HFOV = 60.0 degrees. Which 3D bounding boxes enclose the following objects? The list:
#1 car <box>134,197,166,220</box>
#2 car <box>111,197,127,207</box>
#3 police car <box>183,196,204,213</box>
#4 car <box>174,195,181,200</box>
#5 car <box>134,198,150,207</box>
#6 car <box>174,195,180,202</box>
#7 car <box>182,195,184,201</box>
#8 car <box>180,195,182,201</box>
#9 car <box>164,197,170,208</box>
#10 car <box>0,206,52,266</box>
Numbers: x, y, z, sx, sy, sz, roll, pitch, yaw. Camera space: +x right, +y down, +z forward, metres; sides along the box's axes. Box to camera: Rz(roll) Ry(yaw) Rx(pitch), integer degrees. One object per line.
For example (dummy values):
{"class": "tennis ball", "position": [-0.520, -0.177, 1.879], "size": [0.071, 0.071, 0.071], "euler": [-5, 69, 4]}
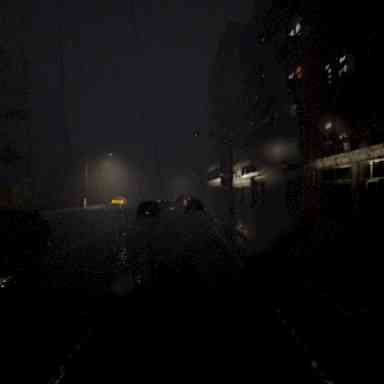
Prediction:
{"class": "car", "position": [-3.568, 1.497, 28.593], "size": [1.882, 1.535, 5.008], "euler": [0, 0, -2]}
{"class": "car", "position": [-11.083, 1.525, 50.848], "size": [1.882, 1.535, 5.008], "euler": [0, 0, -2]}
{"class": "police car", "position": [0.271, 1.454, 38.131], "size": [1.930, 1.638, 5.238], "euler": [0, 0, -2]}
{"class": "car", "position": [-4.232, 1.523, 95.361], "size": [1.882, 1.535, 5.008], "euler": [0, 0, -5]}
{"class": "car", "position": [-7.920, 1.614, 52.840], "size": [1.994, 1.385, 4.181], "euler": [0, 0, -2]}
{"class": "car", "position": [-2.493, 1.459, 73.184], "size": [1.837, 1.490, 4.892], "euler": [0, 0, -4]}
{"class": "car", "position": [-0.138, 1.497, 48.256], "size": [1.801, 1.575, 5.366], "euler": [0, 0, -3]}
{"class": "car", "position": [-0.414, 1.401, 54.062], "size": [2.097, 1.767, 4.553], "euler": [0, 0, -3]}
{"class": "car", "position": [-4.329, 1.534, 49.417], "size": [2.128, 1.511, 4.902], "euler": [0, 0, -3]}
{"class": "car", "position": [-6.689, 1.357, 11.554], "size": [2.097, 1.767, 4.553], "euler": [0, 0, -1]}
